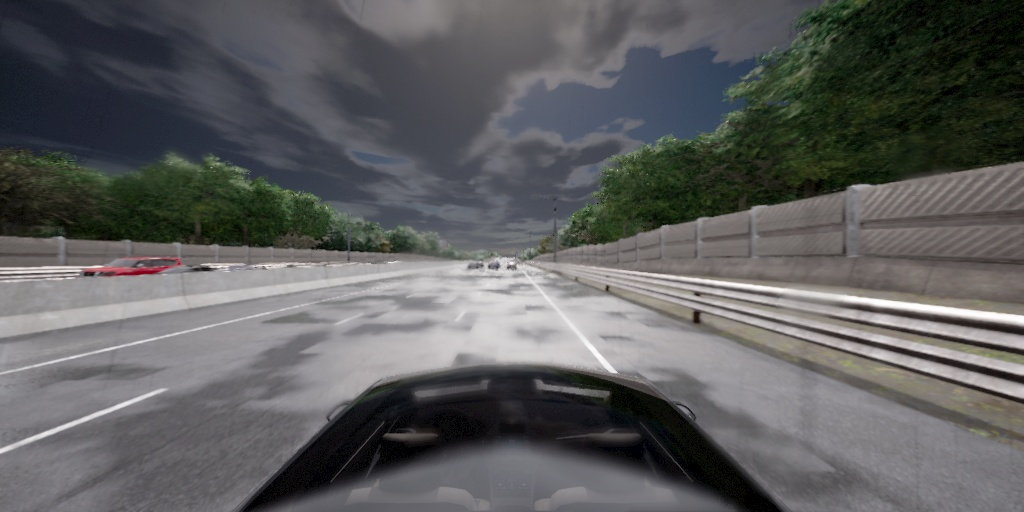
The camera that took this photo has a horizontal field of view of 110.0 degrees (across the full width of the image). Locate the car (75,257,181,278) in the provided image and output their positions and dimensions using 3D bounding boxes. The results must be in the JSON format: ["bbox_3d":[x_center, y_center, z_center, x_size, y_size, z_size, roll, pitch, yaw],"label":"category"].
[{"bbox_3d":[-24.590,1.088,23.500,2.150,2.045,5.566,0,-1,0],"label":"car"}]

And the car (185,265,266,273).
[{"bbox_3d":[-17.591,1.353,23.078,2.128,1.511,4.902,0,0,0],"label":"car"}]

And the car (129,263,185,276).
[{"bbox_3d":[-21.090,1.368,23.192,1.837,1.490,4.892,0,-1,0],"label":"car"}]
